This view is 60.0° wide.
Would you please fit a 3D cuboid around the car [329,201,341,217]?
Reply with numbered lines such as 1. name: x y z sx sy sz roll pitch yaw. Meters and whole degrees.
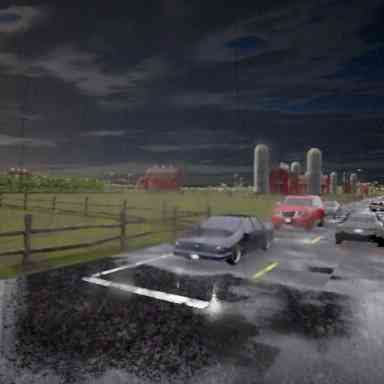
1. car: 12.135 1.559 29.677 1.837 1.490 4.892 1 0 31

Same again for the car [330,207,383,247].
1. car: 8.061 1.619 15.758 1.994 1.385 4.181 1 0 31

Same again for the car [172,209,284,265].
1. car: 1.454 1.515 12.012 2.033 1.411 5.357 1 0 31

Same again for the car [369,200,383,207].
1. car: 21.153 1.654 37.551 2.128 1.511 4.902 1 0 31

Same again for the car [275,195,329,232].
1. car: 6.751 1.232 20.763 2.150 2.045 5.566 1 0 32
